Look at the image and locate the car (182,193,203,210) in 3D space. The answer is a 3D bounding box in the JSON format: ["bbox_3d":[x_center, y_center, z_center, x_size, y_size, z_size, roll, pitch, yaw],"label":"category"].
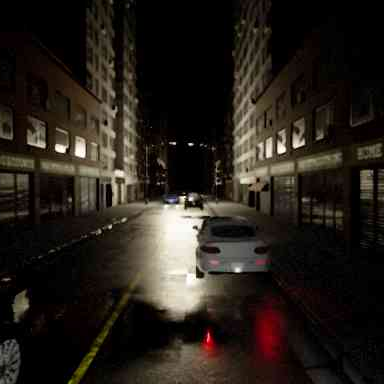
[{"bbox_3d":[0.185,1.108,35.204,1.994,1.385,4.181,0,1,0],"label":"car"}]

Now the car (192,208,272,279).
[{"bbox_3d":[0.996,1.398,9.499,1.812,1.442,4.674,0,1,0],"label":"car"}]

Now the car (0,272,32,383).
[{"bbox_3d":[-2.841,1.462,2.053,2.128,1.511,4.902,0,1,0],"label":"car"}]

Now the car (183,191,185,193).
[{"bbox_3d":[0.171,0.900,46.537,2.128,1.511,4.902,0,1,0],"label":"car"}]

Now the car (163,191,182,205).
[{"bbox_3d":[-2.684,0.951,45.041,1.812,1.442,4.674,0,1,0],"label":"car"}]
